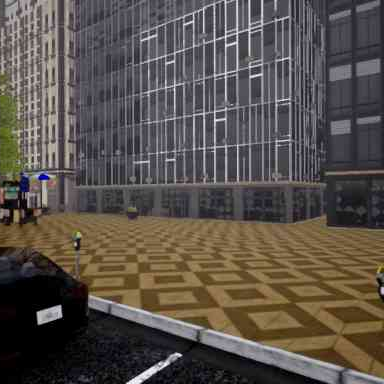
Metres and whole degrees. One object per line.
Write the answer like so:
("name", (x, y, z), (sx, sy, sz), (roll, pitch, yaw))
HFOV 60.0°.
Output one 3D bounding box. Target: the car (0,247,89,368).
("car", (-3.464, 1.566, 5.359), (4.313, 1.339, 1.947), (0, 0, 36))
